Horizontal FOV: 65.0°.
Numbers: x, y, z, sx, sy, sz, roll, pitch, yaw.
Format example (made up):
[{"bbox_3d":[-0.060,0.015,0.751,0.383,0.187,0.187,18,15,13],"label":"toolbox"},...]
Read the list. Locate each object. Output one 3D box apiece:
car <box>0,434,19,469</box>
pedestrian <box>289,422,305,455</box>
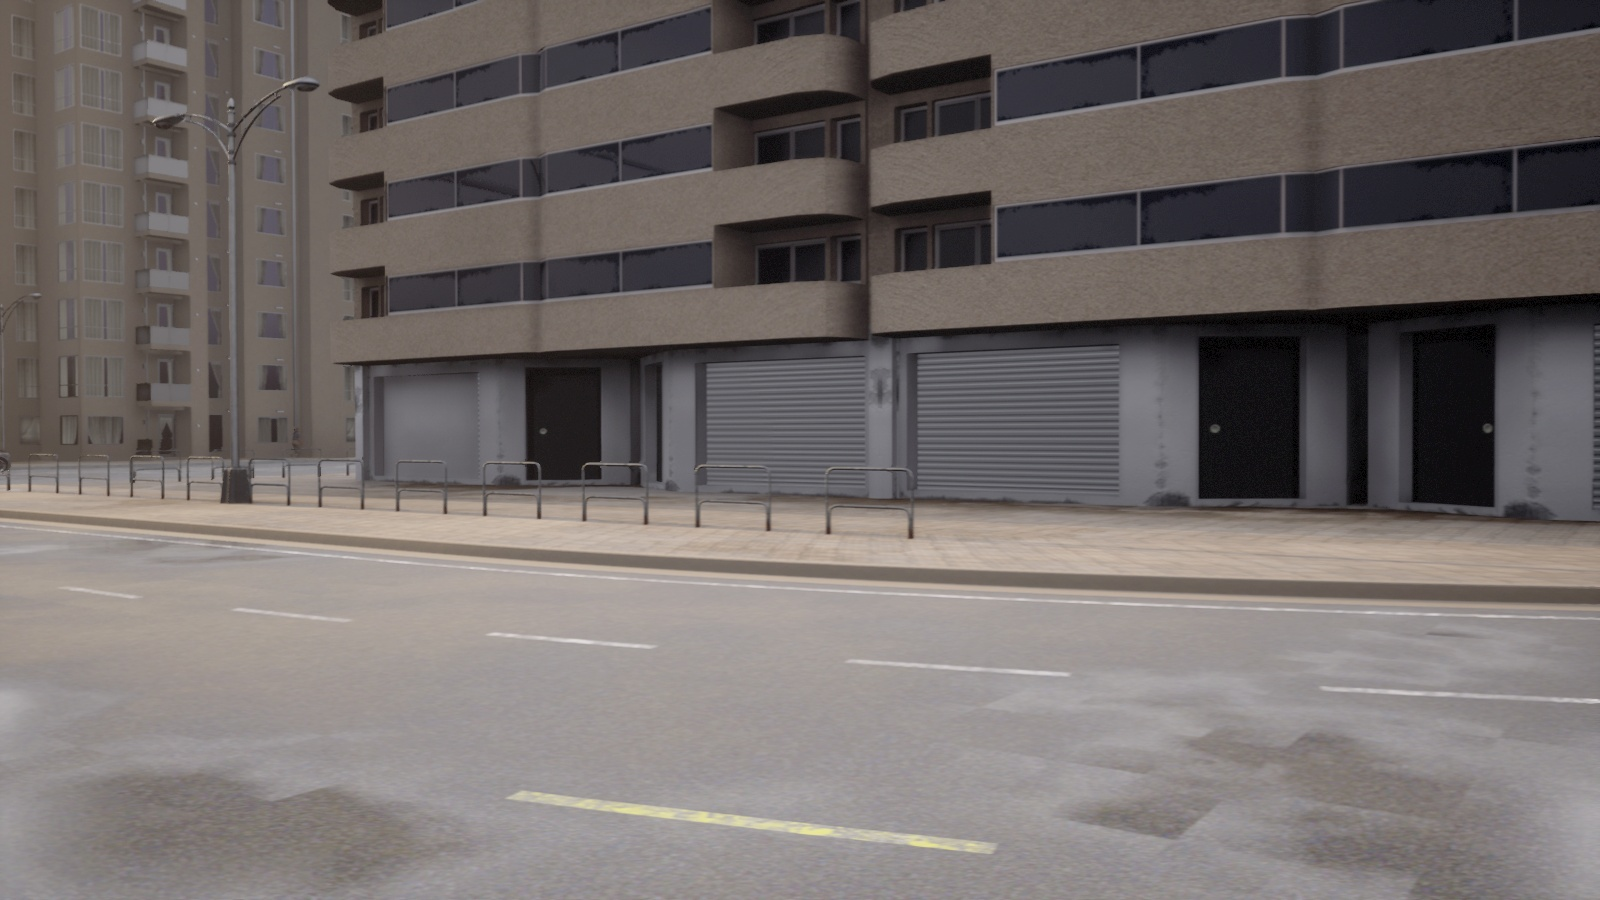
[{"bbox_3d":[-33.310,0.066,49.184,1.994,1.385,4.181,1,1,34],"label":"car"},{"bbox_3d":[-28.754,-0.665,71.810,0.540,1.848,0.694,1,1,34],"label":"pedestrian"}]
